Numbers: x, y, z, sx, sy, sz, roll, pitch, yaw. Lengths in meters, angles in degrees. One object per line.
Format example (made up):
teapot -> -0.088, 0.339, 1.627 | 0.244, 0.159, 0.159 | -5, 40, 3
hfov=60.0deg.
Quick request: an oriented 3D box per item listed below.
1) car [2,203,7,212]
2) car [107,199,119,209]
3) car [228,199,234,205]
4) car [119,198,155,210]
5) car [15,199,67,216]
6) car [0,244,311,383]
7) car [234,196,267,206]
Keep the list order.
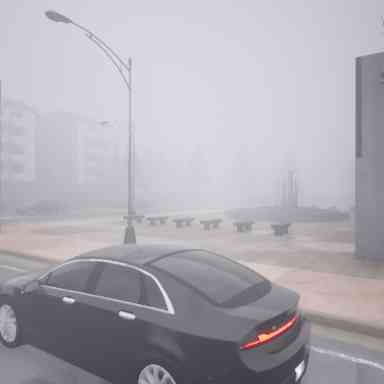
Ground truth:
car -> -20.179, 1.490, 31.358 | 2.128, 1.511, 4.902 | 0, 0, 35
car -> -9.417, 1.526, 45.978 | 1.812, 1.442, 4.674 | 0, 0, 44
car -> 8.692, 1.517, 58.178 | 4.892, 1.490, 1.837 | 0, 0, -21
car -> -6.891, 1.562, 43.555 | 1.994, 1.385, 4.181 | 0, 0, 44
car -> -14.879, 1.505, 32.959 | 1.837, 1.490, 4.892 | 0, 0, 34
car -> -0.924, 1.503, 4.651 | 4.892, 1.490, 1.837 | -1, 0, 35
car -> 9.991, 1.495, 54.930 | 4.902, 1.511, 2.128 | 0, 0, -21
